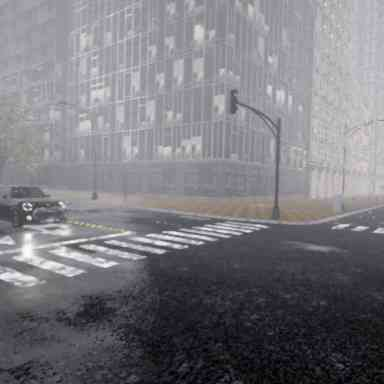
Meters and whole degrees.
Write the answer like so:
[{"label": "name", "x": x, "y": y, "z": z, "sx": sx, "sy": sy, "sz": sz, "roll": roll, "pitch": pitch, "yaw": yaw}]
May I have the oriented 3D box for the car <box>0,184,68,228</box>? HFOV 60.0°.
[{"label": "car", "x": -7.655, "y": 0.475, "z": 15.019, "sx": 4.553, "sy": 1.767, "sz": 2.097, "roll": 4, "pitch": 3, "yaw": 35}]
